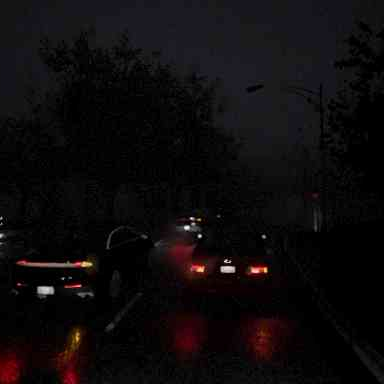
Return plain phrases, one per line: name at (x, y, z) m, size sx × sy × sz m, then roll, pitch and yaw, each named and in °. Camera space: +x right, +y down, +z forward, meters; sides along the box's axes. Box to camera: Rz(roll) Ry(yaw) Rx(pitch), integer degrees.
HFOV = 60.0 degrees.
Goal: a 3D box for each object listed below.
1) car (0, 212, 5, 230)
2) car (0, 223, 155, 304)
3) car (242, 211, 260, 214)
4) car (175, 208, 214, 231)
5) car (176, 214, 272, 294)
car at (-14.861, 1.821, 23.577) m, size 2.097 × 1.767 × 4.553 m, roll 3°, pitch -5°, yaw -41°
car at (-2.275, 1.519, 8.282) m, size 2.128 × 1.511 × 4.902 m, roll 0°, pitch 0°, yaw 7°
car at (9.840, 4.040, 56.852) m, size 1.882 × 1.535 × 5.008 m, roll 3°, pitch -5°, yaw -35°
car at (0.516, 1.780, 20.203) m, size 1.837 × 1.490 × 4.892 m, roll -1°, pitch -3°, yaw 19°
car at (1.038, 1.548, 8.937) m, size 2.033 × 1.411 × 5.357 m, roll -1°, pitch 0°, yaw 8°
